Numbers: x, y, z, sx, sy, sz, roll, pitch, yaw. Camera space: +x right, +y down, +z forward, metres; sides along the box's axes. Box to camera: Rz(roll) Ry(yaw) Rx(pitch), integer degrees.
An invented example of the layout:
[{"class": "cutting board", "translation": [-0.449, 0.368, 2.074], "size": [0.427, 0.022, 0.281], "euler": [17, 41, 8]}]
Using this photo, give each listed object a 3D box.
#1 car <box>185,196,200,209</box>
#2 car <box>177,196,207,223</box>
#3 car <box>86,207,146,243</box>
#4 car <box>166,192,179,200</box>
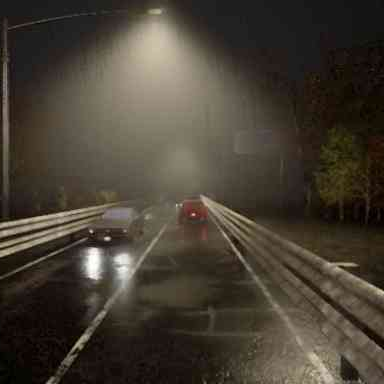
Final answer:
[{"class": "car", "translation": [0.077, 1.251, 41.234], "size": [1.812, 1.442, 4.674], "euler": [0, 0, 0]}, {"class": "car", "translation": [0.092, 1.316, 24.156], "size": [1.882, 1.535, 5.008], "euler": [0, 0, 0]}, {"class": "car", "translation": [-3.351, 1.442, 15.808], "size": [2.033, 1.411, 5.357], "euler": [0, 0, 0]}, {"class": "car", "translation": [-3.288, 0.837, 57.335], "size": [1.837, 1.490, 4.892], "euler": [0, 0, 0]}]
